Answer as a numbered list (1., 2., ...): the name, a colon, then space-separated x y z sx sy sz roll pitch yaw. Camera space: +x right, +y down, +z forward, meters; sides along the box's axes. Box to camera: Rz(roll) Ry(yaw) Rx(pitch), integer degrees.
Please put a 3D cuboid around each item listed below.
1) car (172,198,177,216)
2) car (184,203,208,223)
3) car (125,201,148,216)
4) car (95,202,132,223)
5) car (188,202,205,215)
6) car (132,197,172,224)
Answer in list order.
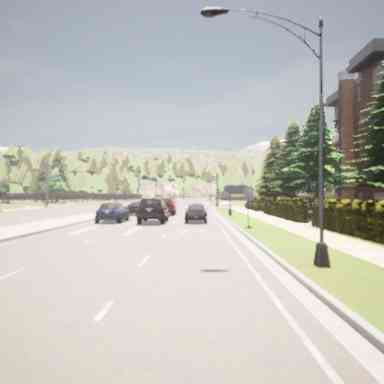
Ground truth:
1. car: -3.000 1.634 38.804 2.150 2.045 5.566 0 0 1
2. car: 0.347 1.795 28.329 2.128 1.511 4.902 0 -1 1
3. car: -6.483 1.921 39.580 1.837 1.490 4.892 0 0 1
4. car: -6.654 1.645 28.254 2.097 1.767 4.553 0 -1 1
5. car: 0.525 1.990 39.837 1.994 1.385 4.181 0 -1 1
6. car: -3.164 1.512 27.520 2.150 2.045 5.566 0 -1 1
